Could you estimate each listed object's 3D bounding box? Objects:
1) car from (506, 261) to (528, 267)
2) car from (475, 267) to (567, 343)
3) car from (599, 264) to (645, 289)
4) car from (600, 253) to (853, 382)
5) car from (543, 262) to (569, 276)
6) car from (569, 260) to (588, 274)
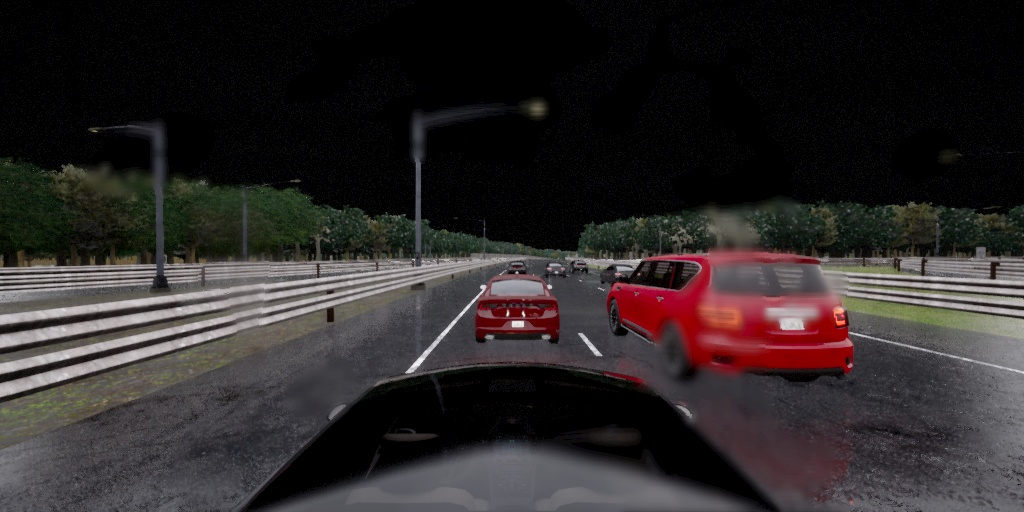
[{"bbox_3d":[0.516,1.255,34.688,1.837,1.490,4.892,0,0,1],"label":"car"},{"bbox_3d":[0.120,1.226,9.720,1.882,1.535,5.008,0,0,0],"label":"car"},{"bbox_3d":[7.231,1.276,24.102,1.812,1.442,4.674,0,0,1],"label":"car"},{"bbox_3d":[3.608,0.970,7.282,2.150,2.045,5.566,0,0,0],"label":"car"},{"bbox_3d":[3.993,1.277,33.897,1.812,1.442,4.674,0,0,2],"label":"car"},{"bbox_3d":[7.753,1.260,42.276,1.837,1.490,4.892,0,0,2],"label":"car"}]
